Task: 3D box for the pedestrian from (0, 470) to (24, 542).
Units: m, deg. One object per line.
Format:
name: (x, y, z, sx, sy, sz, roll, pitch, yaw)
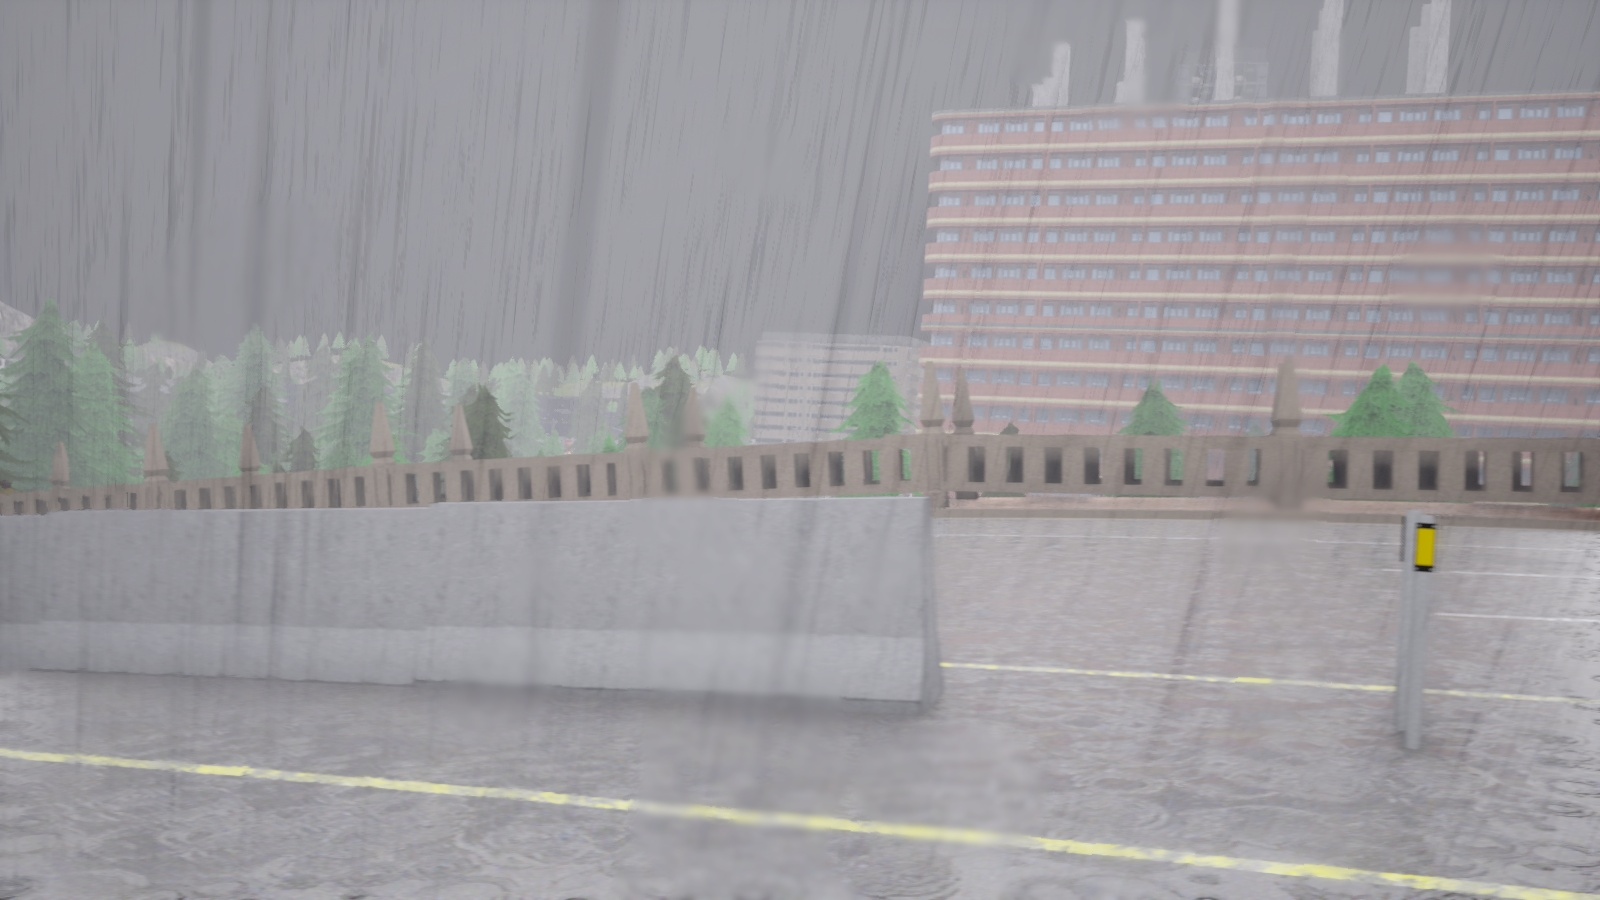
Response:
pedestrian: (-20.991, 1.485, 33.227, 0.726, 1.835, 0.370, 4, 2, 19)
